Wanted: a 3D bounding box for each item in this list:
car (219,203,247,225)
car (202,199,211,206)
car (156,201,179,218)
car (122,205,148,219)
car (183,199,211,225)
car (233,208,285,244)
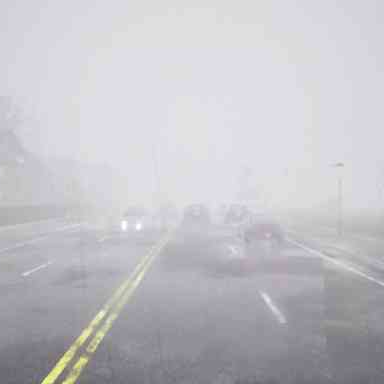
[{"bbox_3d":[3.677,1.744,27.887,2.097,1.767,4.553,0,-1,2],"label":"car"},{"bbox_3d":[3.630,2.530,81.208,2.097,1.767,4.553,0,-1,5],"label":"car"},{"bbox_3d":[-2.607,1.864,36.316,2.097,1.767,4.553,0,-1,2],"label":"car"},{"bbox_3d":[-5.922,2.092,34.895,1.895,1.301,4.718,0,-1,2],"label":"car"},{"bbox_3d":[0.416,1.738,27.554,2.097,1.767,4.553,0,-1,2],"label":"car"},{"bbox_3d":[3.406,1.764,16.974,1.812,1.442,4.674,0,-1,1],"label":"car"}]
